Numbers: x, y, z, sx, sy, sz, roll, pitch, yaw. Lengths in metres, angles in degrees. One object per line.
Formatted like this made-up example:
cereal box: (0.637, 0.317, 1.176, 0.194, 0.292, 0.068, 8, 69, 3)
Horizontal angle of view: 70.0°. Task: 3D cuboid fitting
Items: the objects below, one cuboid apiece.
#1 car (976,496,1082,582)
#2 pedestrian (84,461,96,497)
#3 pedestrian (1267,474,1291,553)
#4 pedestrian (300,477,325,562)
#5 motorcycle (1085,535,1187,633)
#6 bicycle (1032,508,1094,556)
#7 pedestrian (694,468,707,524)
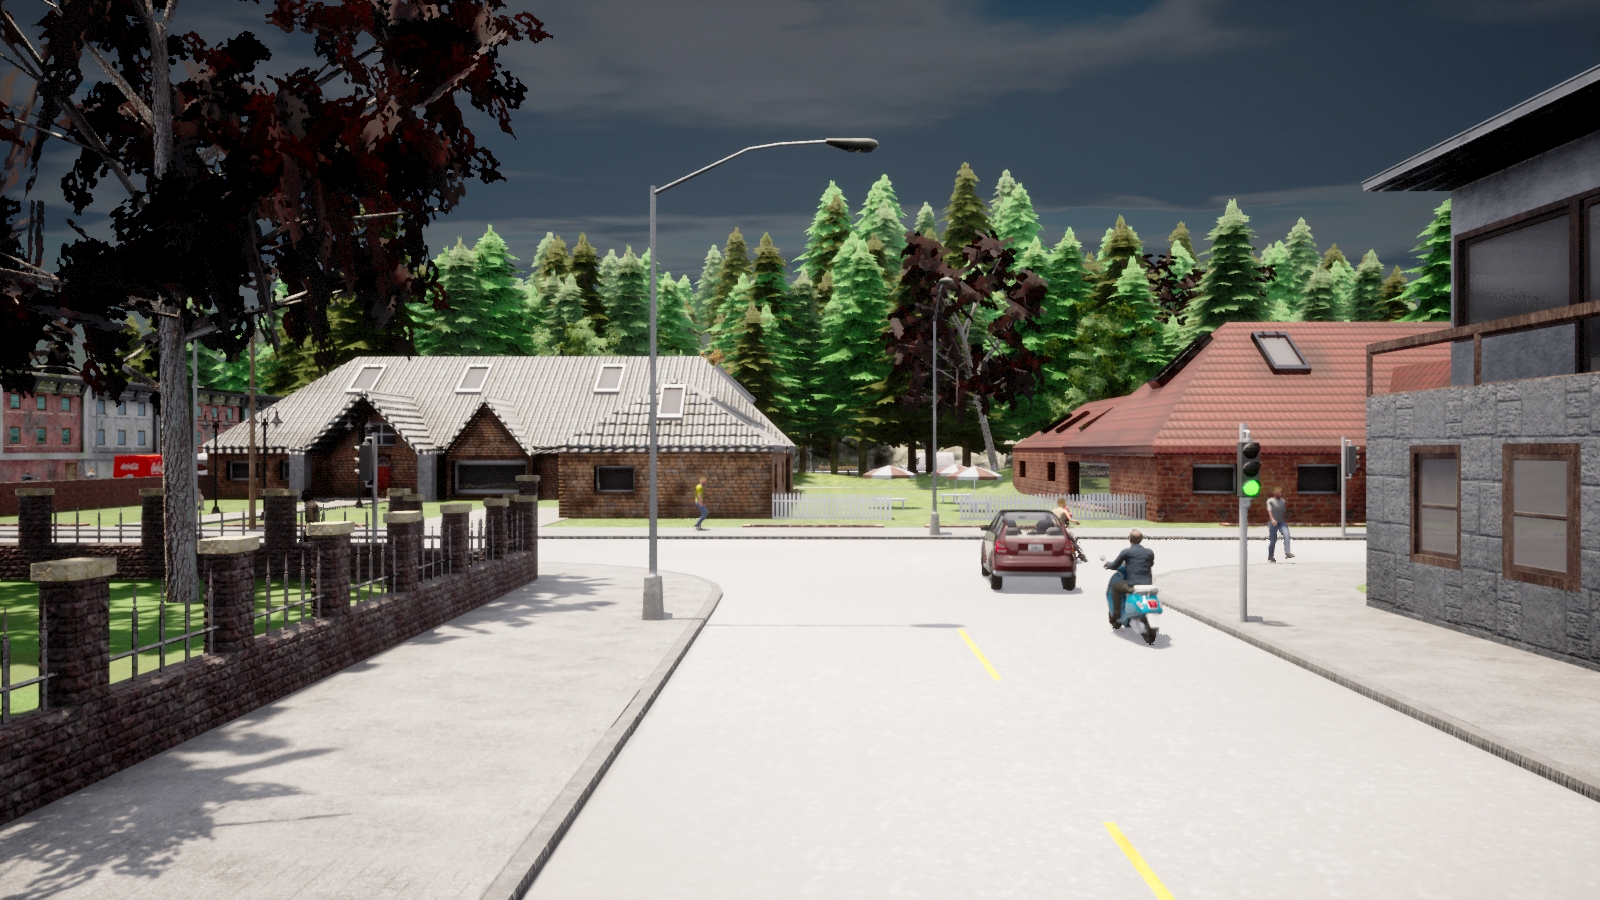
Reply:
car: (4.754, 1.802, 24.126, 1.789, 1.549, 3.705, 0, 0, 5)
pedestrian: (-37.141, 1.524, 59.734, 0.375, 1.860, 0.375, 0, 0, 7)
pedestrian: (11.435, 1.518, 27.271, 0.375, 1.860, 0.375, 0, 0, -10)
pedestrian: (-10.758, 1.523, 25.214, 0.375, 1.860, 0.375, 0, 0, 4)
motorcycle: (4.974, 1.962, 17.039, 0.856, 1.236, 1.805, 0, 0, -5)
bicycle: (6.577, 2.036, 28.507, 0.859, 1.080, 1.487, 0, 0, 44)
pedestrian: (-3.307, 1.524, 38.018, 0.375, 1.860, 0.375, 0, 0, 2)
